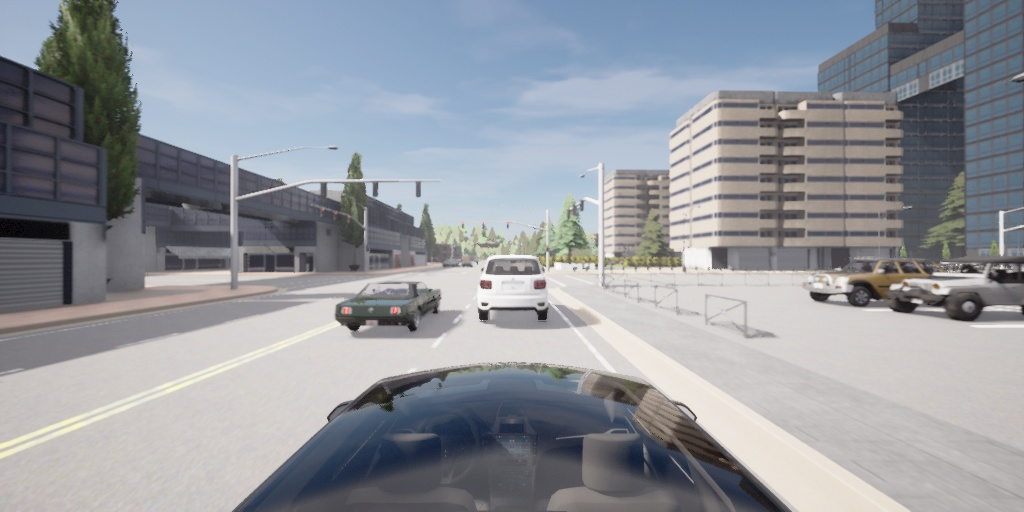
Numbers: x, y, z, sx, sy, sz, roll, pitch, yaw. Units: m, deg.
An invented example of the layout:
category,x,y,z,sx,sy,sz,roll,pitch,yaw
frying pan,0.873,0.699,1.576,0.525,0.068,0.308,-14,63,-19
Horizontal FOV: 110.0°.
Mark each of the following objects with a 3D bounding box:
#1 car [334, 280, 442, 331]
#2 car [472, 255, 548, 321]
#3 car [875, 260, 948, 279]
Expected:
category,x,y,z,sx,sy,sz,roll,pitch,yaw
car,-3.468,1.391,11.111,1.895,1.301,4.718,0,0,0
car,0.033,1.015,12.793,2.150,2.045,5.566,0,-1,0
car,43.970,1.463,39.516,5.357,1.411,2.033,0,0,-1
